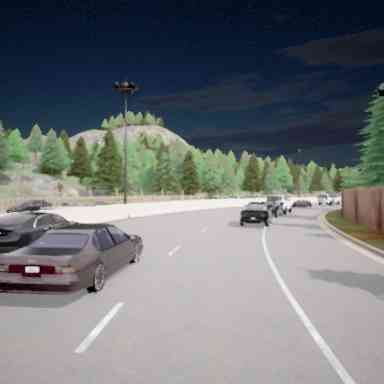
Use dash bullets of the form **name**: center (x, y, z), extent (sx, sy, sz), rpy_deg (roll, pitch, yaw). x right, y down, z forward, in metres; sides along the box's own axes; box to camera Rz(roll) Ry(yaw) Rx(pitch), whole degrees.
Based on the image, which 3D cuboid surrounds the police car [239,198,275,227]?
- **police car**: center (4.589, 1.474, 23.597), extent (1.930, 1.638, 5.238), rpy_deg (0, 0, 16)

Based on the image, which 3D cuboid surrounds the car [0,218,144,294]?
- **car**: center (-2.806, 1.550, 8.926), extent (2.033, 1.411, 5.357), rpy_deg (0, 0, 6)

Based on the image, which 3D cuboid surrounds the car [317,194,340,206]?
- **car**: center (24.919, 1.410, 60.754), extent (5.566, 2.045, 2.150), rpy_deg (0, 0, -45)

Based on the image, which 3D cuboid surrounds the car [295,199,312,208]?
- **car**: center (17.100, 1.696, 51.491), extent (1.994, 1.385, 4.181), rpy_deg (0, 0, 37)

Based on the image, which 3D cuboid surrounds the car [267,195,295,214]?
- **car**: center (9.518, 1.308, 36.486), extent (2.150, 2.045, 5.566), rpy_deg (0, 0, 25)

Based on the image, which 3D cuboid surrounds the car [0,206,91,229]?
- **car**: center (-5.791, 1.502, 12.561), extent (1.837, 1.490, 4.892), rpy_deg (0, 0, 8)

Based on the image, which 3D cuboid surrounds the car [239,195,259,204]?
- **car**: center (11.436, 1.466, 66.470), extent (2.097, 1.767, 4.553), rpy_deg (0, 0, 40)

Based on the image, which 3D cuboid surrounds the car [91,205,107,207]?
- **car**: center (-8.857, 1.575, 30.745), extent (1.994, 1.385, 4.181), rpy_deg (0, 0, 18)

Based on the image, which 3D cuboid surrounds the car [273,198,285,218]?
- **car**: center (7.409, 1.576, 31.689), extent (1.837, 1.490, 4.892), rpy_deg (0, 0, 22)

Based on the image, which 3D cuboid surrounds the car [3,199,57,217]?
- **car**: center (-15.657, 1.494, 32.451), extent (1.837, 1.490, 4.892), rpy_deg (0, 0, 18)

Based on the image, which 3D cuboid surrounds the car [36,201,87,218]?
- **car**: center (-12.281, 1.601, 31.687), extent (1.895, 1.301, 4.718), rpy_deg (0, 0, 18)
